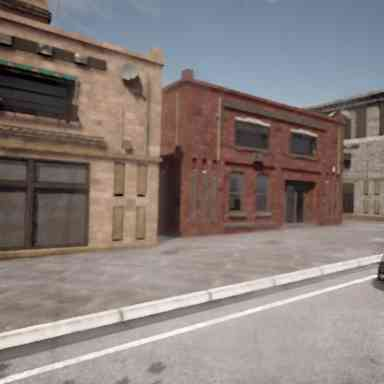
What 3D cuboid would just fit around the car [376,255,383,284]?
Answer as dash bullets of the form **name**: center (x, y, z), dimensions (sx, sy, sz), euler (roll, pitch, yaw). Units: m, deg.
- **car**: center (6.404, 1.634, 8.211), dimensions (4.181, 1.385, 1.994), euler (0, 0, -35)
